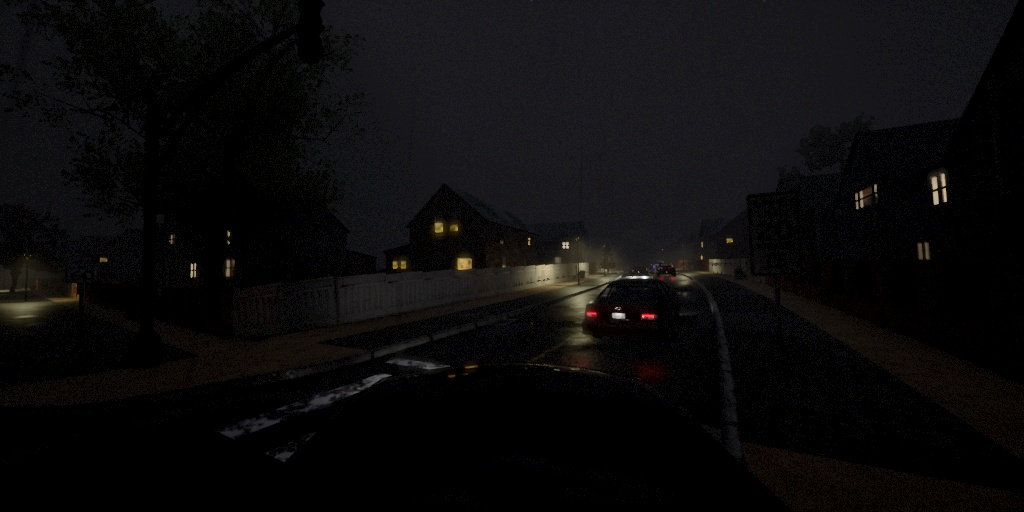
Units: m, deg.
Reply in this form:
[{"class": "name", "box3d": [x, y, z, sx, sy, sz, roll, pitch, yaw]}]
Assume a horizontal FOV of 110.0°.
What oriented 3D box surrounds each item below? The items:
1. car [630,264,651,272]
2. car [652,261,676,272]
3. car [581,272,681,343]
[{"class": "car", "box3d": [15.259, 1.668, 43.104, 1.994, 1.385, 4.181, -2, -1, 20]}, {"class": "car", "box3d": [16.838, 1.472, 39.368, 2.128, 1.511, 4.902, -2, -1, 20]}, {"class": "car", "box3d": [3.471, 1.327, 9.844, 2.033, 1.411, 5.357, -3, -1, 28]}]
